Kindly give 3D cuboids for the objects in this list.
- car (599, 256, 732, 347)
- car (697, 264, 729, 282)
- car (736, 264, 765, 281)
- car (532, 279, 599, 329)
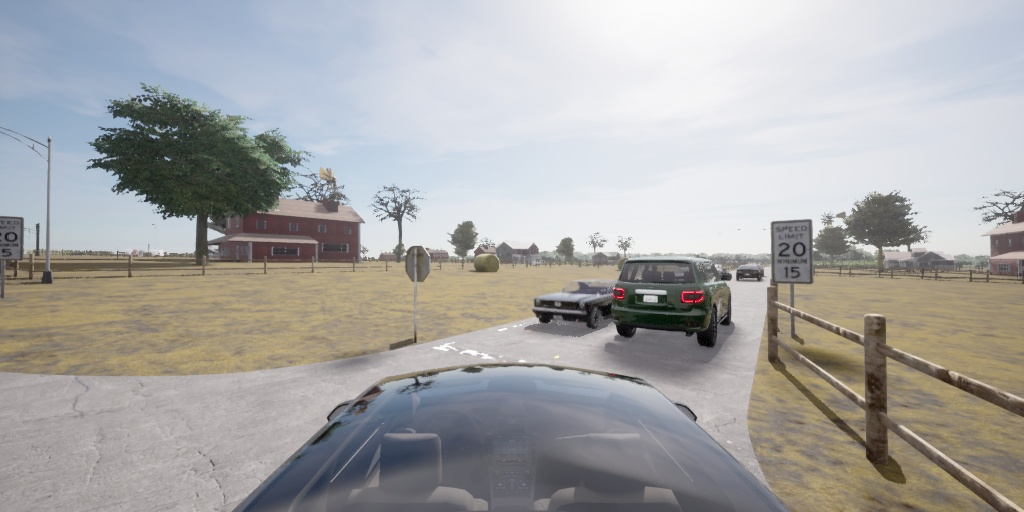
[{"bbox_3d":[4.593,1.043,9.920,2.150,2.045,5.566,-1,-1,36],"label":"car"},{"bbox_3d":[19.786,1.604,35.224,2.128,1.511,4.902,-1,-1,37],"label":"car"},{"bbox_3d":[23.036,1.567,34.813,1.882,1.535,5.008,-1,-1,37],"label":"car"},{"bbox_3d":[2.616,1.467,12.038,1.895,1.301,4.718,-1,-1,36],"label":"car"}]
